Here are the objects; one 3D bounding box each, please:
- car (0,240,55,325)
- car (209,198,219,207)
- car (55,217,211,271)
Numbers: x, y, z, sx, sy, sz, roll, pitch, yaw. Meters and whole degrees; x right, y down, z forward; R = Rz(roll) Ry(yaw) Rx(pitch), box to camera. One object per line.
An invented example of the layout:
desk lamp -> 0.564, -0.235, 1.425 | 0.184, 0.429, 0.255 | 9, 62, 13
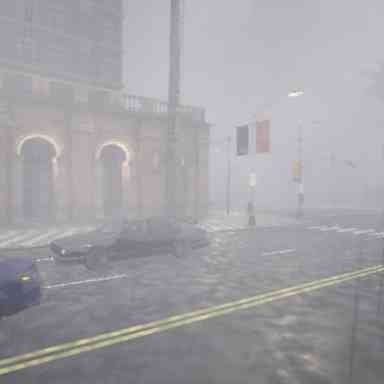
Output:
car -> -4.743, 1.520, 4.897 | 4.674, 1.442, 1.812 | 0, 0, -35
car -> 2.447, 1.675, 54.138 | 1.812, 1.442, 4.674 | 0, 0, -35
car -> -1.888, 1.569, 11.207 | 5.357, 1.411, 2.033 | 0, 0, -35
